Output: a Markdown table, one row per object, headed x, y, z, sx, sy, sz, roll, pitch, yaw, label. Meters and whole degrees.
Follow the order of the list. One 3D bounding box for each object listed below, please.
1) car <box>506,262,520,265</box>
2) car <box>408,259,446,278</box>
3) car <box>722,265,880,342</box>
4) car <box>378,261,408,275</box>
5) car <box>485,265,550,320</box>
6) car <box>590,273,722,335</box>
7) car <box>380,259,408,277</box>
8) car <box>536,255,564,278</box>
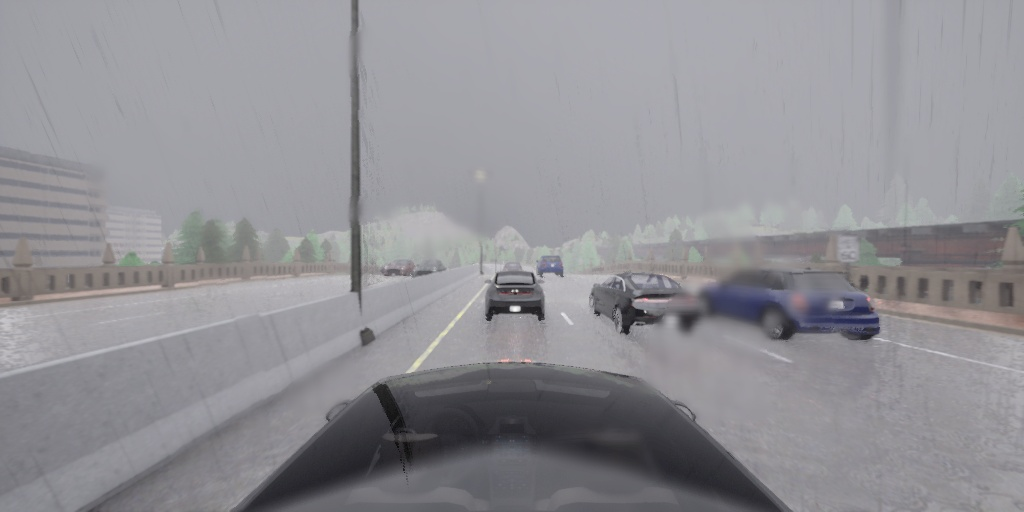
| x | y | z | sx | sy | sz | roll | pitch | yaw | label |
| --- | --- | --- | --- | --- | --- | --- | --- | --- | --- |
| 0.095 | 1.291 | 33.583 | 2.033 | 1.411 | 5.357 | 0 | 0 | 0 | car |
| -7.099 | 1.087 | 31.158 | 2.097 | 1.767 | 4.553 | 0 | 0 | 0 | car |
| 7.093 | 1.096 | 9.944 | 2.097 | 1.767 | 4.553 | 0 | 0 | 0 | car |
| -14.093 | 1.454 | 42.883 | 1.882 | 1.535 | 5.008 | 0 | -2 | 0 | car |
| 0.097 | 1.249 | 12.604 | 1.837 | 1.490 | 4.892 | 0 | 0 | 0 | car |
| 3.595 | 1.236 | 10.503 | 2.128 | 1.511 | 4.902 | 0 | 0 | 0 | car |
| -10.599 | 1.103 | 34.333 | 2.097 | 1.767 | 4.553 | 0 | -1 | 0 | car |
| 3.595 | 0.969 | 34.319 | 2.150 | 2.045 | 5.566 | 0 | -1 | 0 | car |
